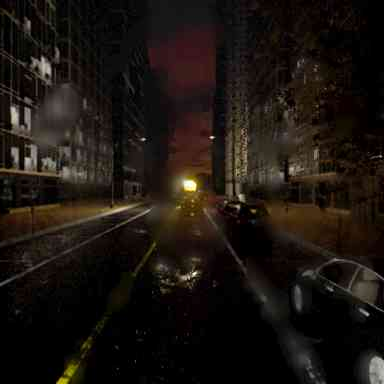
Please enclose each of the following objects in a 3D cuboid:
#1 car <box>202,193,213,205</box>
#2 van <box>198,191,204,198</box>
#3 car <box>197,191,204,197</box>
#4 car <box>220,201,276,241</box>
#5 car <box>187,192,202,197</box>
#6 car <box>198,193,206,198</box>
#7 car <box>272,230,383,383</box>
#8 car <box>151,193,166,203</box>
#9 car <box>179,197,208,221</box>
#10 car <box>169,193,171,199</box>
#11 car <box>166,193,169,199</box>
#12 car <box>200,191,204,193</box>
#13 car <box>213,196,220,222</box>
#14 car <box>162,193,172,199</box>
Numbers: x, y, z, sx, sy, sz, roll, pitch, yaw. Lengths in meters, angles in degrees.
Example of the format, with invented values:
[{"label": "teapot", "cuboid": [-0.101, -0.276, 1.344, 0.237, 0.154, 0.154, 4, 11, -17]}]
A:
[{"label": "car", "cuboid": [2.573, 1.189, 44.385, 1.887, 1.381, 4.507, 0, 0, 0]}, {"label": "van", "cuboid": [2.451, 0.568, 89.920, 1.690, 1.788, 3.998, 0, 1, 0]}, {"label": "car", "cuboid": [2.435, 0.606, 95.585, 1.967, 1.590, 4.097, 0, 1, 0]}, {"label": "car", "cuboid": [2.650, 1.316, 15.923, 1.967, 1.590, 4.097, 0, 0, 0]}, {"label": "car", "cuboid": [-0.013, 1.171, 41.962, 1.837, 1.490, 4.892, 0, 1, 0]}, {"label": "car", "cuboid": [2.466, 0.848, 84.229, 1.947, 1.339, 4.313, 0, 1, 0]}, {"label": "car", "cuboid": [2.680, 1.515, 4.539, 2.008, 1.369, 4.403, 0, 0, 0]}, {"label": "car", "cuboid": [-5.838, 1.092, 55.753, 1.887, 1.381, 4.507, 0, 1, 0]}, {"label": "car", "cuboid": [0.030, 1.330, 25.023, 1.812, 1.442, 4.674, 0, 0, 0]}, {"label": "car", "cuboid": [-5.884, 0.937, 72.830, 1.887, 1.381, 4.507, 0, 1, 0]}, {"label": "car", "cuboid": [-5.854, 1.078, 61.447, 1.802, 1.307, 4.206, 0, 1, 0]}, {"label": "car", "cuboid": [2.527, 1.059, 61.461, 1.947, 1.339, 4.313, 0, 1, 0]}, {"label": "car", "cuboid": [2.634, 1.271, 21.615, 1.967, 1.590, 4.097, 0, 0, 0]}, {"label": "car", "cuboid": [-5.900, 0.905, 78.523, 1.947, 1.339, 4.313, 0, 1, 0]}]
